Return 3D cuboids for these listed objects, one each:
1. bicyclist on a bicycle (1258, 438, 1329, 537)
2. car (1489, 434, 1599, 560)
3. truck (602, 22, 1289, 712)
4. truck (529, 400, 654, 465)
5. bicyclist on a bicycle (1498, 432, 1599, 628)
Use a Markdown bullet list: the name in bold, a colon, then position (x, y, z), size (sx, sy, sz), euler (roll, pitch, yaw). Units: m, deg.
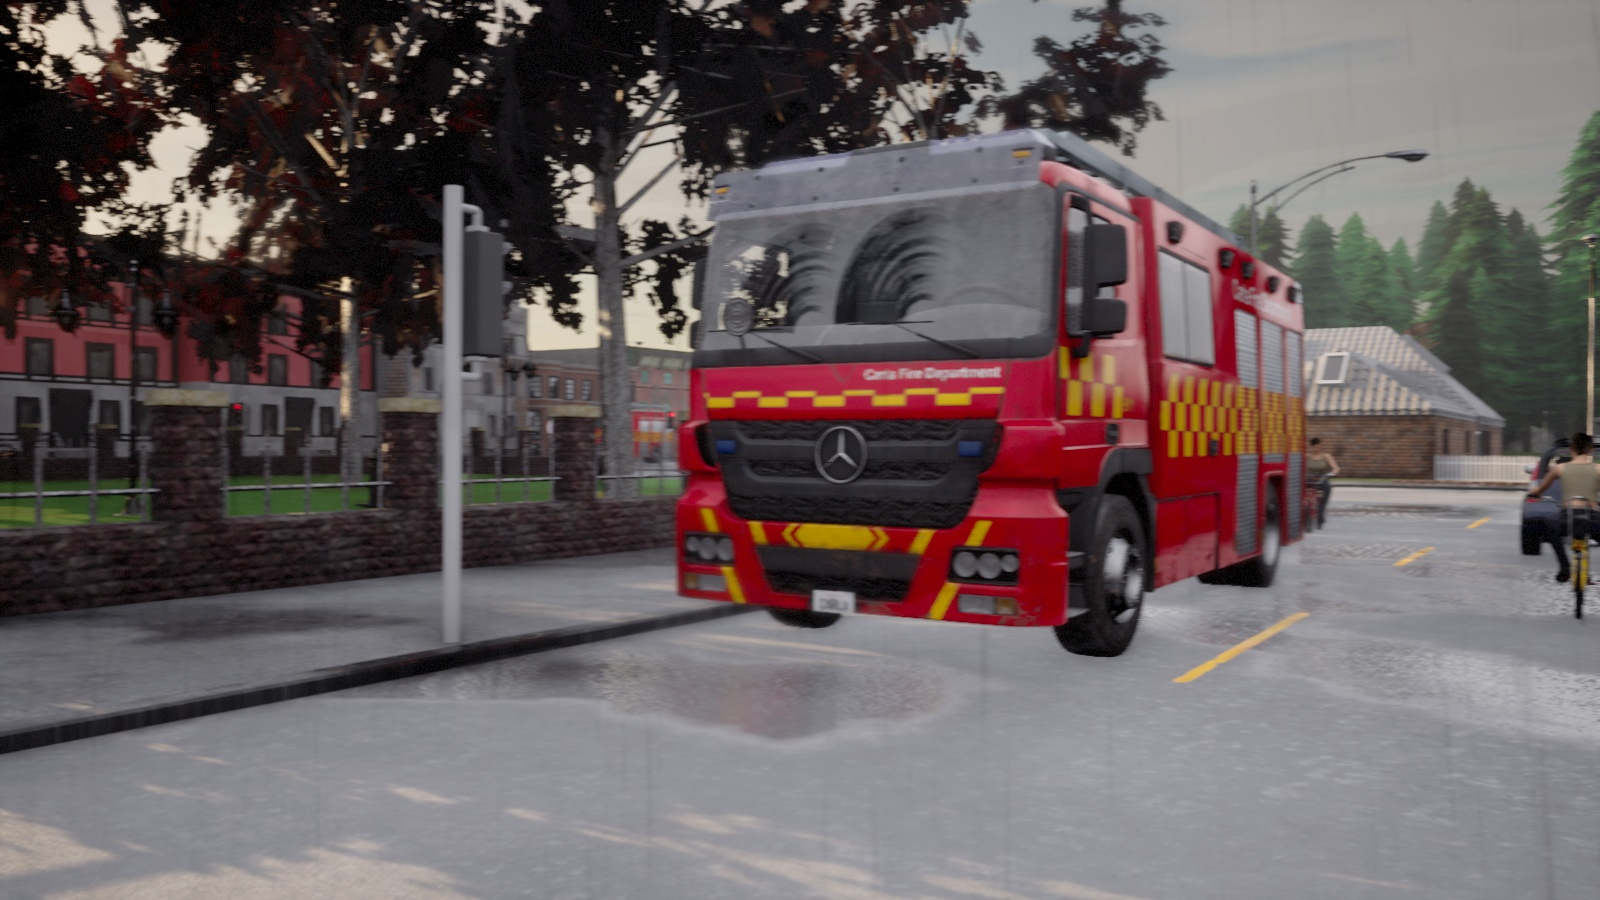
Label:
- **bicyclist on a bicycle**: position (8.387, 0.600, 21.317), size (0.866, 1.612, 1.509), euler (1, 1, 31)
- **car**: position (11.117, 0.604, 18.057), size (1.851, 1.617, 3.988), euler (1, 0, 33)
- **truck**: position (2.099, -0.481, 11.344), size (2.891, 3.827, 8.468), euler (1, 0, 31)
- **truck**: position (-13.037, -1.070, 79.350), size (2.891, 3.827, 8.468), euler (1, 0, 32)
- **bicyclist on a bicycle**: position (6.808, 0.656, 11.271), size (0.866, 1.612, 1.509), euler (1, 2, 32)
